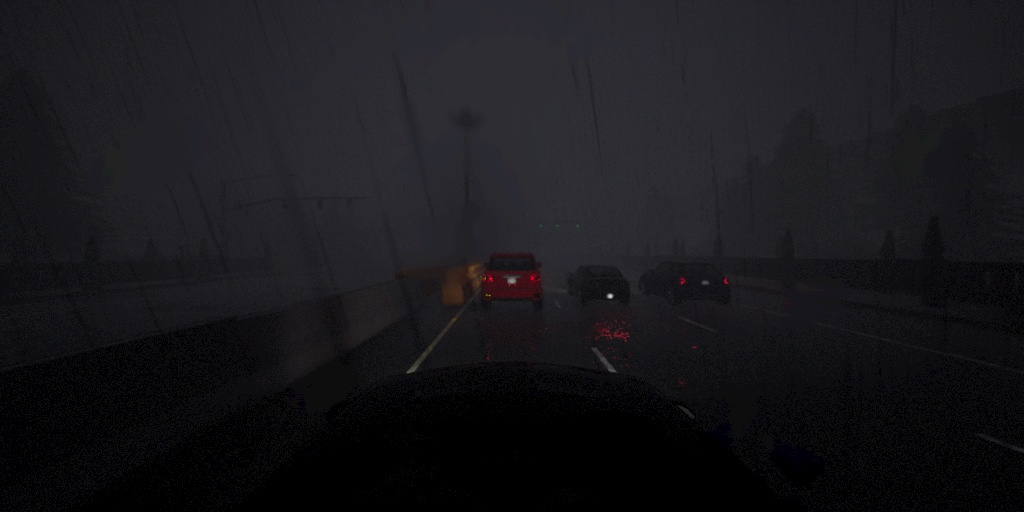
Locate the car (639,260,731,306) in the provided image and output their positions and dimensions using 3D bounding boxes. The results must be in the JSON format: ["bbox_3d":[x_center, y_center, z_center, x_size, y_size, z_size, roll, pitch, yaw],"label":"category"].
[{"bbox_3d":[7.035,0.954,15.113,2.097,1.767,4.553,0,1,1],"label":"car"}]

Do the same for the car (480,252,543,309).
[{"bbox_3d":[0.021,0.842,14.290,2.150,2.045,5.566,0,1,1],"label":"car"}]

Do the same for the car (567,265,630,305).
[{"bbox_3d":[3.535,1.108,15.207,1.837,1.490,4.892,0,2,1],"label":"car"}]

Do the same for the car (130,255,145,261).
[{"bbox_3d":[-42.346,0.662,40.975,4.892,1.490,1.837,-1,1,0],"label":"car"}]
